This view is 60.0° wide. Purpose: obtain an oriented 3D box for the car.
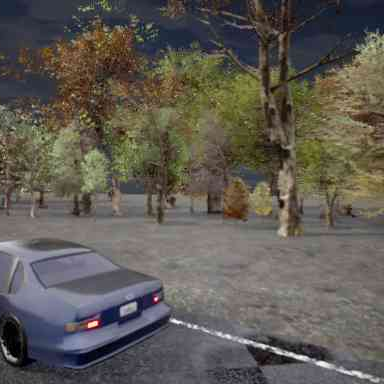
[{"bbox_3d":[-2.854,1.534,5.716,5.357,1.411,2.033,0,0,36],"label":"car"}]
